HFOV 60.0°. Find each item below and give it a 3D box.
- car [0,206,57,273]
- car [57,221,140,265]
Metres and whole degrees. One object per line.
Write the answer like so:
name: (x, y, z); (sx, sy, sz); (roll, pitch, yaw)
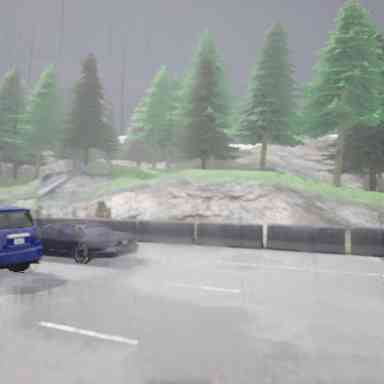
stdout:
car: (-7.080, 1.434, 9.979); (5.566, 2.045, 2.150); (-1, -2, 23)
car: (-4.654, 1.835, 12.732); (5.357, 1.411, 2.033); (0, -1, 23)
